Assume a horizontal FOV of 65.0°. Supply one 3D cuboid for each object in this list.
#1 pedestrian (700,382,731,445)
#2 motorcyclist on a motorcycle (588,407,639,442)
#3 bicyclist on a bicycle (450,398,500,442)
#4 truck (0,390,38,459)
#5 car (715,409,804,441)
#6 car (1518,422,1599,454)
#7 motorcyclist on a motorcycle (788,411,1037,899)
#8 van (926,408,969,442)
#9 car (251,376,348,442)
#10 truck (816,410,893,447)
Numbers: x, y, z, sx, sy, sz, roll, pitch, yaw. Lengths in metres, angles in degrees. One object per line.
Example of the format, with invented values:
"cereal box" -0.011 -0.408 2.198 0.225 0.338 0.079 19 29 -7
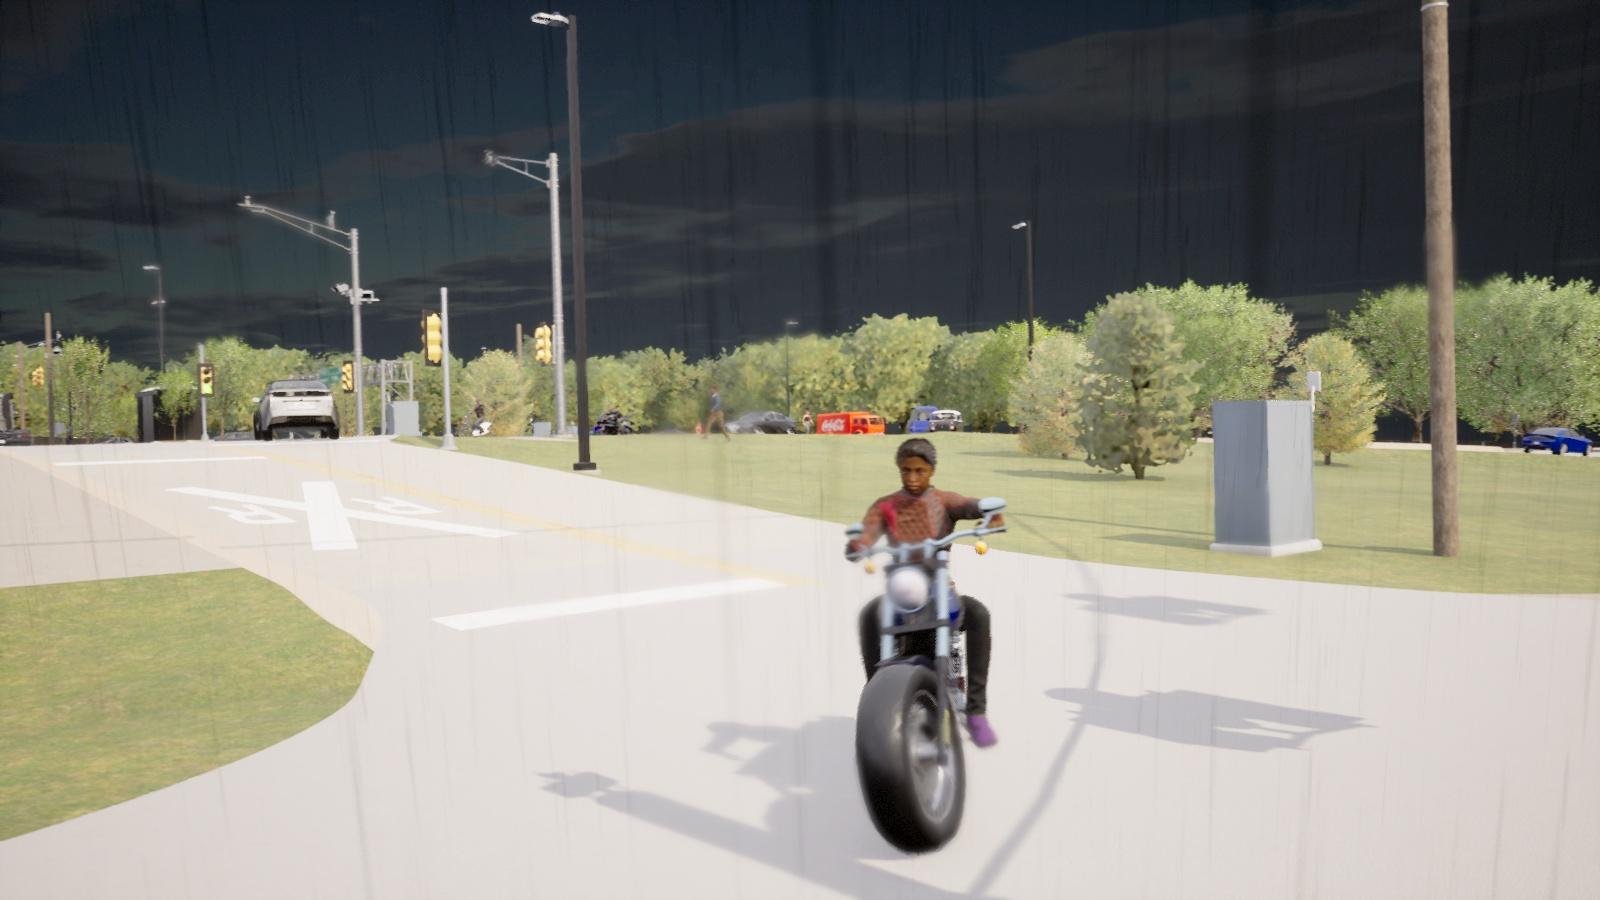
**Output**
"pedestrian" -2.632 -1.129 39.167 0.788 1.949 0.423 -2 1 -27
"motorcyclist on a motorcycle" -8.389 -1.155 56.688 0.866 1.530 2.191 -1 0 43
"bicyclist on a bicycle" -13.372 -1.230 51.670 1.843 1.776 0.659 -1 0 -44
"truck" -42.934 -1.239 66.711 2.891 3.462 7.936 -3 1 -40
"car" -1.988 -1.247 63.964 2.128 1.511 4.902 -1 0 32
"car" 41.754 -0.671 69.062 5.008 1.535 1.882 1 4 -36
"motorcyclist on a motorcycle" 0.530 0.736 5.473 0.766 1.649 2.350 -3 -2 7
"van" 9.457 -1.565 80.265 2.069 2.038 4.480 -2 -1 14
"car" -12.854 -1.011 32.106 2.007 1.525 4.514 -2 2 -25
"truck" 3.942 -1.544 91.595 2.627 2.467 5.204 -2 0 -44
